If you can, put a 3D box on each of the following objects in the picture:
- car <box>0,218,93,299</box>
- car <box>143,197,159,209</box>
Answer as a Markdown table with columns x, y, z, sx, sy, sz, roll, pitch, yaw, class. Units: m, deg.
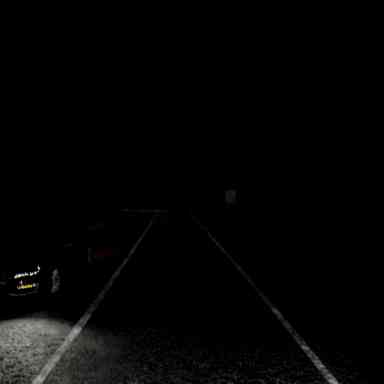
| x | y | z | sx | sy | sz | roll | pitch | yaw | class |
| --- | --- | --- | --- | --- | --- | --- | --- | --- | --- |
| -3.915 | 1.498 | 8.586 | 1.837 | 1.490 | 4.892 | 0 | 0 | -3 | car |
| -6.402 | 1.729 | 51.870 | 2.150 | 2.045 | 5.566 | 0 | -3 | -3 | car |
